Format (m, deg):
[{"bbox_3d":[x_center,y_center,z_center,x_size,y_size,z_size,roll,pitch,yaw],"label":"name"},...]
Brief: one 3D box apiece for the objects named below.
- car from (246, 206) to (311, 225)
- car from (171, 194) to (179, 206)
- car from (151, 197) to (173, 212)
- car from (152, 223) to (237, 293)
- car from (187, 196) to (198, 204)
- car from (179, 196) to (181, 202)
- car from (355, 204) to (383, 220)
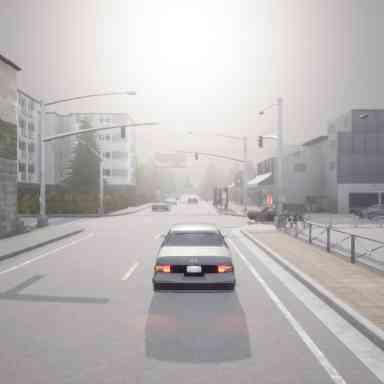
[{"bbox_3d":[6.560,1.764,25.601,4.718,1.301,1.895,1,0,7],"label":"car"},{"bbox_3d":[-3.569,1.525,56.248,1.812,1.442,4.674,0,0,0],"label":"car"},{"bbox_3d":[-3.670,1.601,39.651,1.895,1.301,4.718,0,0,1],"label":"car"},{"bbox_3d":[0.062,1.547,8.990,2.033,1.411,5.357,0,0,1],"label":"car"},{"bbox_3d":[0.121,1.526,65.618,1.812,1.442,4.674,0,0,0],"label":"car"},{"bbox_3d":[-3.478,1.312,71.800,1.837,1.490,4.892,0,0,0],"label":"car"},{"bbox_3d":[16.724,1.740,29.382,4.181,1.385,1.994,0,0,0],"label":"car"}]
